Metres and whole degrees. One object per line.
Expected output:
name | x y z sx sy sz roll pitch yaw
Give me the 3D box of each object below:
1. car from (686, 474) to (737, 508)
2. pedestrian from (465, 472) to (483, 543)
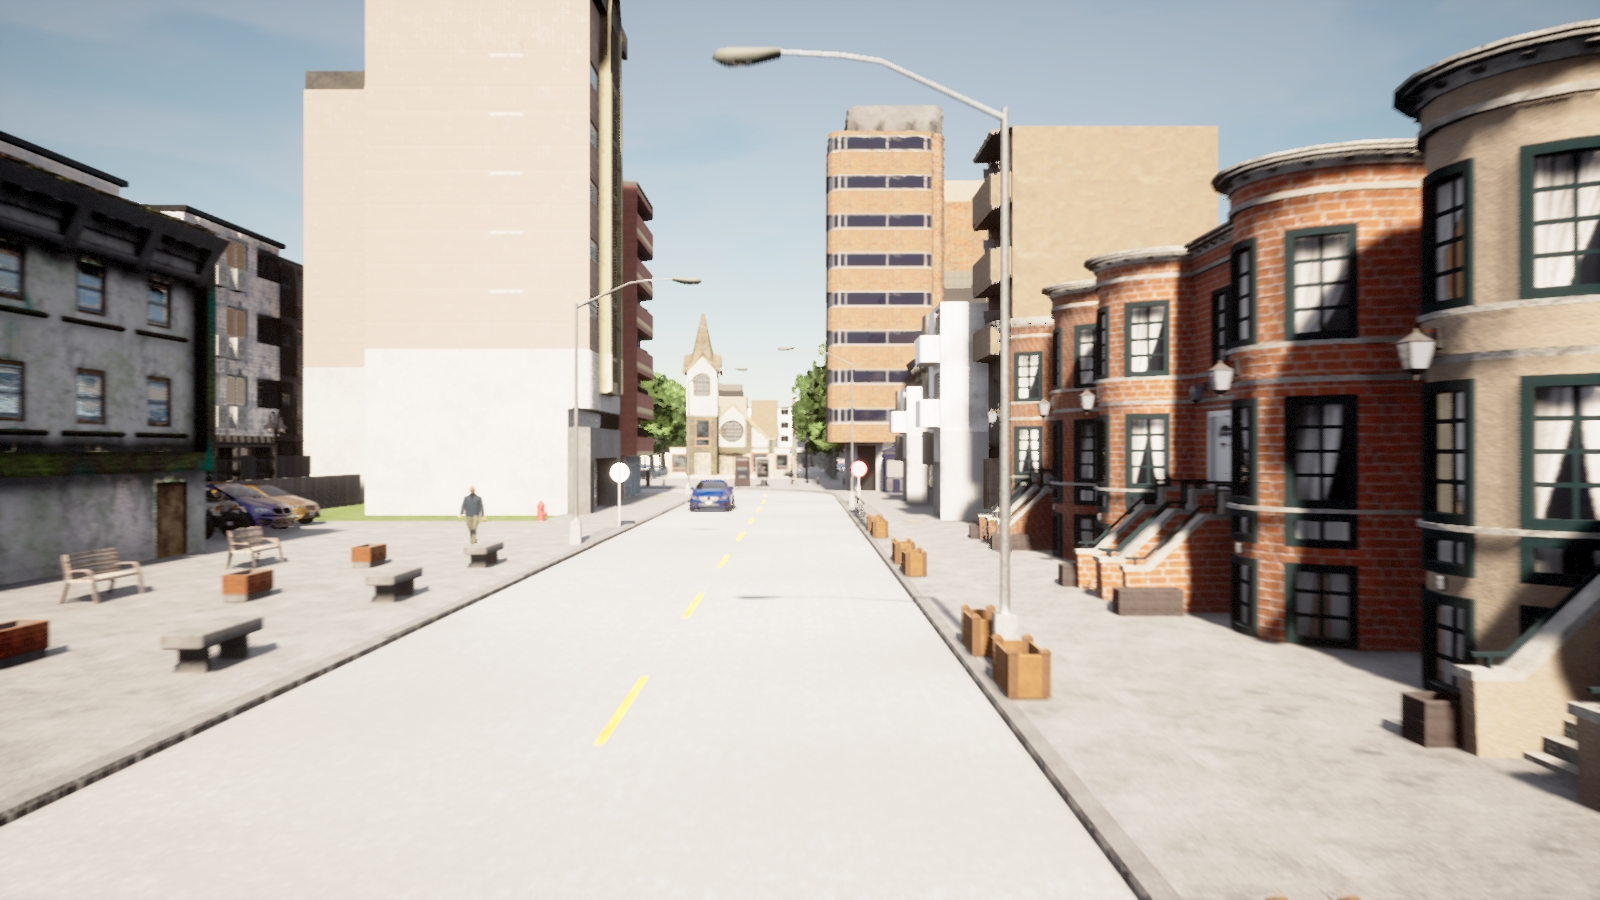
car | -4.052 1.861 53.078 2.002 1.442 4.674 0 0 0
pedestrian | -8.694 1.525 30.464 0.375 1.860 0.375 0 0 -3
